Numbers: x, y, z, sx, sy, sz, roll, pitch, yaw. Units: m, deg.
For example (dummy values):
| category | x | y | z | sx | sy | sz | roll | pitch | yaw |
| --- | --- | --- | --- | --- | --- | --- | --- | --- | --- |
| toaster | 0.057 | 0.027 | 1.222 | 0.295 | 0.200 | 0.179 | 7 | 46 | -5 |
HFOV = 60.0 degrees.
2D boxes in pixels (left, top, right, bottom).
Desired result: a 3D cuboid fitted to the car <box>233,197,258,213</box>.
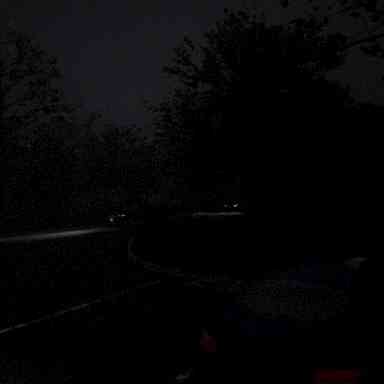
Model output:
| category | x | y | z | sx | sy | sz | roll | pitch | yaw |
| --- | --- | --- | --- | --- | --- | --- | --- | --- | --- |
| car | 6.365 | 1.184 | 32.887 | 1.882 | 1.535 | 5.008 | -4 | -2 | 35 |

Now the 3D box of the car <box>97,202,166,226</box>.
| category | x | y | z | sx | sy | sz | roll | pitch | yaw |
| --- | --- | --- | --- | --- | --- | --- | --- | --- | --- |
| car | -3.872 | 1.546 | 23.786 | 2.128 | 1.511 | 4.902 | -4 | -2 | 36 |

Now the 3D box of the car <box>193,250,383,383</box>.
| category | x | y | z | sx | sy | sz | roll | pitch | yaw |
| --- | --- | --- | --- | --- | --- | --- | --- | --- | --- |
| car | 1.817 | 1.532 | 4.516 | 2.002 | 1.452 | 4.674 | -1 | 0 | 36 |

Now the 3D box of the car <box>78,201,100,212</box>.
| category | x | y | z | sx | sy | sz | roll | pitch | yaw |
| --- | --- | --- | --- | --- | --- | --- | --- | --- | --- |
| car | -14.407 | 2.121 | 48.774 | 1.812 | 1.442 | 4.674 | -4 | -2 | 36 |

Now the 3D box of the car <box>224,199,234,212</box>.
| category | x | y | z | sx | sy | sz | roll | pitch | yaw |
| --- | --- | --- | --- | --- | --- | --- | --- | --- | --- |
| car | 5.260 | 1.362 | 36.708 | 1.837 | 1.490 | 4.892 | -4 | -2 | 35 |
